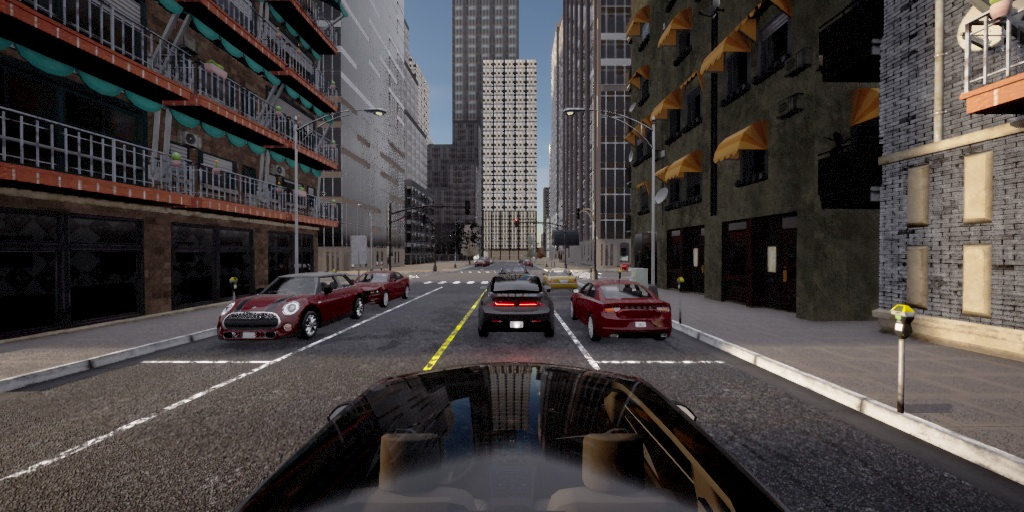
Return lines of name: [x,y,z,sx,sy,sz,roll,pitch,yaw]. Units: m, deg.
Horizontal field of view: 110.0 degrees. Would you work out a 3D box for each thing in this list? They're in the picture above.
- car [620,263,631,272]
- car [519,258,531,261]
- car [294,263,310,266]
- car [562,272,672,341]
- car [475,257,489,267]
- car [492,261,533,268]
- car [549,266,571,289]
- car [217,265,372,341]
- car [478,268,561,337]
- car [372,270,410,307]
car: [14.297,1.005,39.899,4.507,1.381,1.888,0,0,0]
car: [2.745,1.185,64.293,1.967,1.591,4.097,0,0,0]
car: [-23.801,1.494,39.612,4.097,1.591,1.967,0,0,0]
car: [2.697,1.294,9.720,1.888,1.381,4.507,0,0,0]
car: [-5.635,1.291,64.302,1.888,1.381,4.507,0,0,0]
car: [0.115,1.239,20.405,2.128,1.511,4.902,0,0,0]
car: [2.706,1.272,20.937,1.751,1.417,4.829,0,0,0]
car: [-5.685,1.188,9.742,1.967,1.591,4.097,0,0,0]
car: [0.107,1.253,10.272,1.837,1.490,4.892,0,0,0]
car: [-5.680,1.293,15.265,1.888,1.381,4.507,0,0,0]
